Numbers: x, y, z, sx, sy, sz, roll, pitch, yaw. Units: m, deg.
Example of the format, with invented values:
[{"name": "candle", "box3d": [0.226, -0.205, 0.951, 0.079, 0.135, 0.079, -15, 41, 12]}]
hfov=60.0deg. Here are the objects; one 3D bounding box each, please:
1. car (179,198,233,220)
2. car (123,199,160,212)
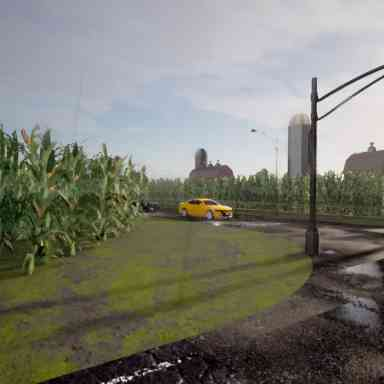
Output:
[{"name": "car", "box3d": [1.008, 1.279, 25.976, 1.882, 1.535, 5.008, 2, 0, -38]}, {"name": "car", "box3d": [-5.173, 1.322, 33.915, 1.895, 1.301, 4.718, 2, 0, -38]}]
